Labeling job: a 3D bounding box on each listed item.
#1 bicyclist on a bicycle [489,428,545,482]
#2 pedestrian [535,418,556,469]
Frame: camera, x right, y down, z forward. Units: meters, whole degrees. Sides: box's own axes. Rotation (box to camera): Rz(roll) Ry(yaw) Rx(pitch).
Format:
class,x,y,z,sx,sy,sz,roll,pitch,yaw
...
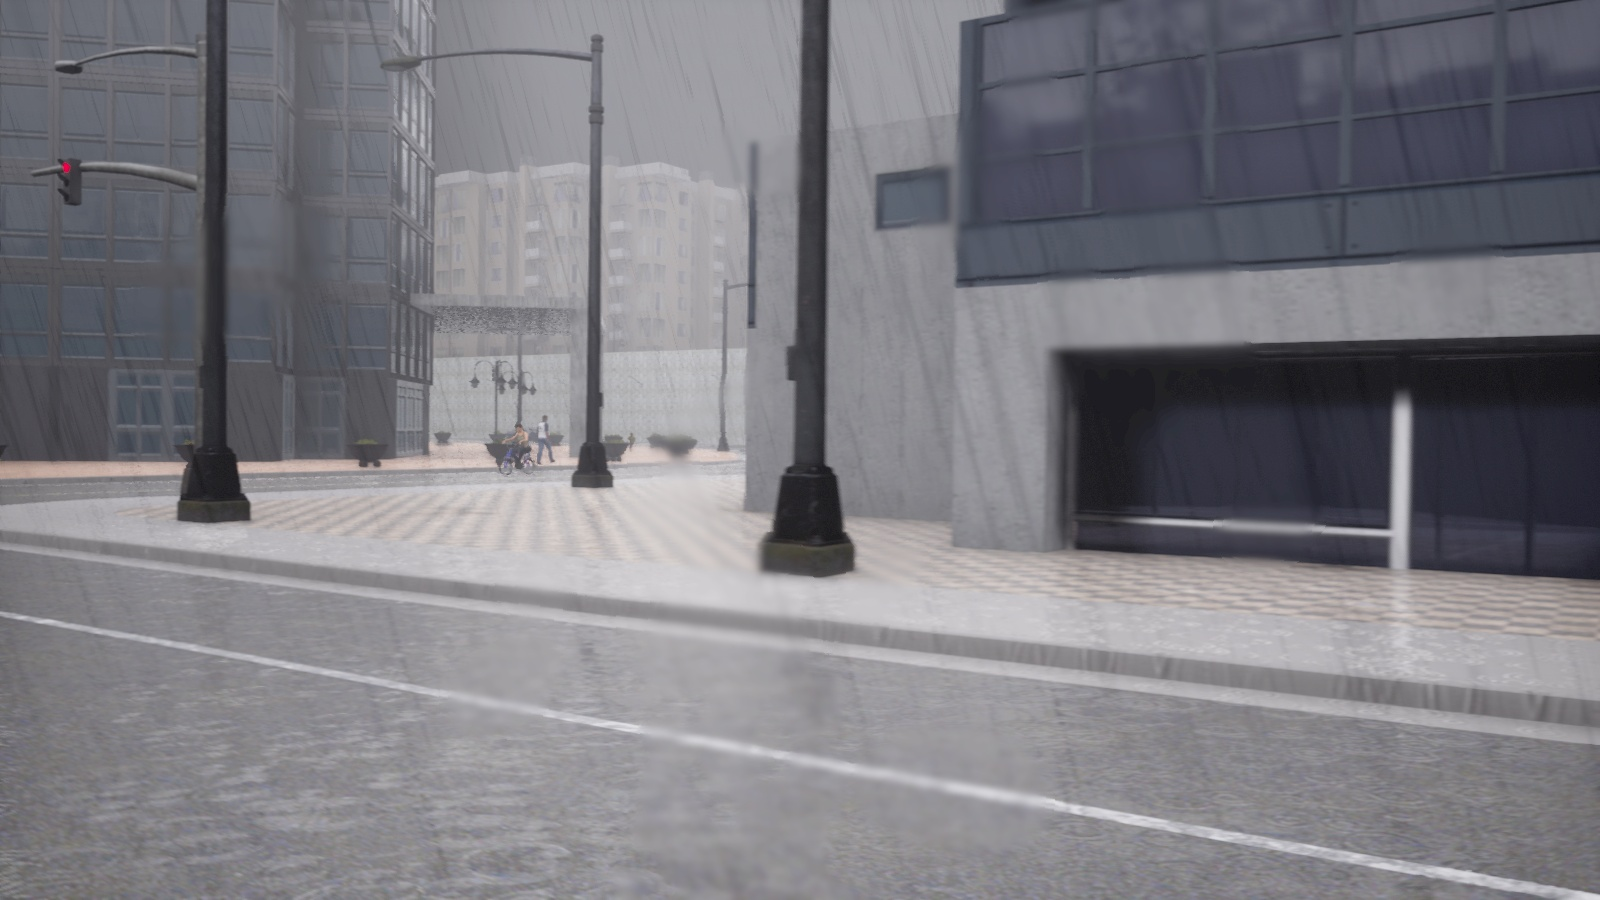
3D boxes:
class,x,y,z,sx,sy,sz,roll,pitch,yaw
bicyclist on a bicycle,-8.746,0.141,38.843,0.866,1.612,1.509,0,1,33
pedestrian,-9.218,-0.238,45.478,0.354,1.836,0.706,0,1,28
